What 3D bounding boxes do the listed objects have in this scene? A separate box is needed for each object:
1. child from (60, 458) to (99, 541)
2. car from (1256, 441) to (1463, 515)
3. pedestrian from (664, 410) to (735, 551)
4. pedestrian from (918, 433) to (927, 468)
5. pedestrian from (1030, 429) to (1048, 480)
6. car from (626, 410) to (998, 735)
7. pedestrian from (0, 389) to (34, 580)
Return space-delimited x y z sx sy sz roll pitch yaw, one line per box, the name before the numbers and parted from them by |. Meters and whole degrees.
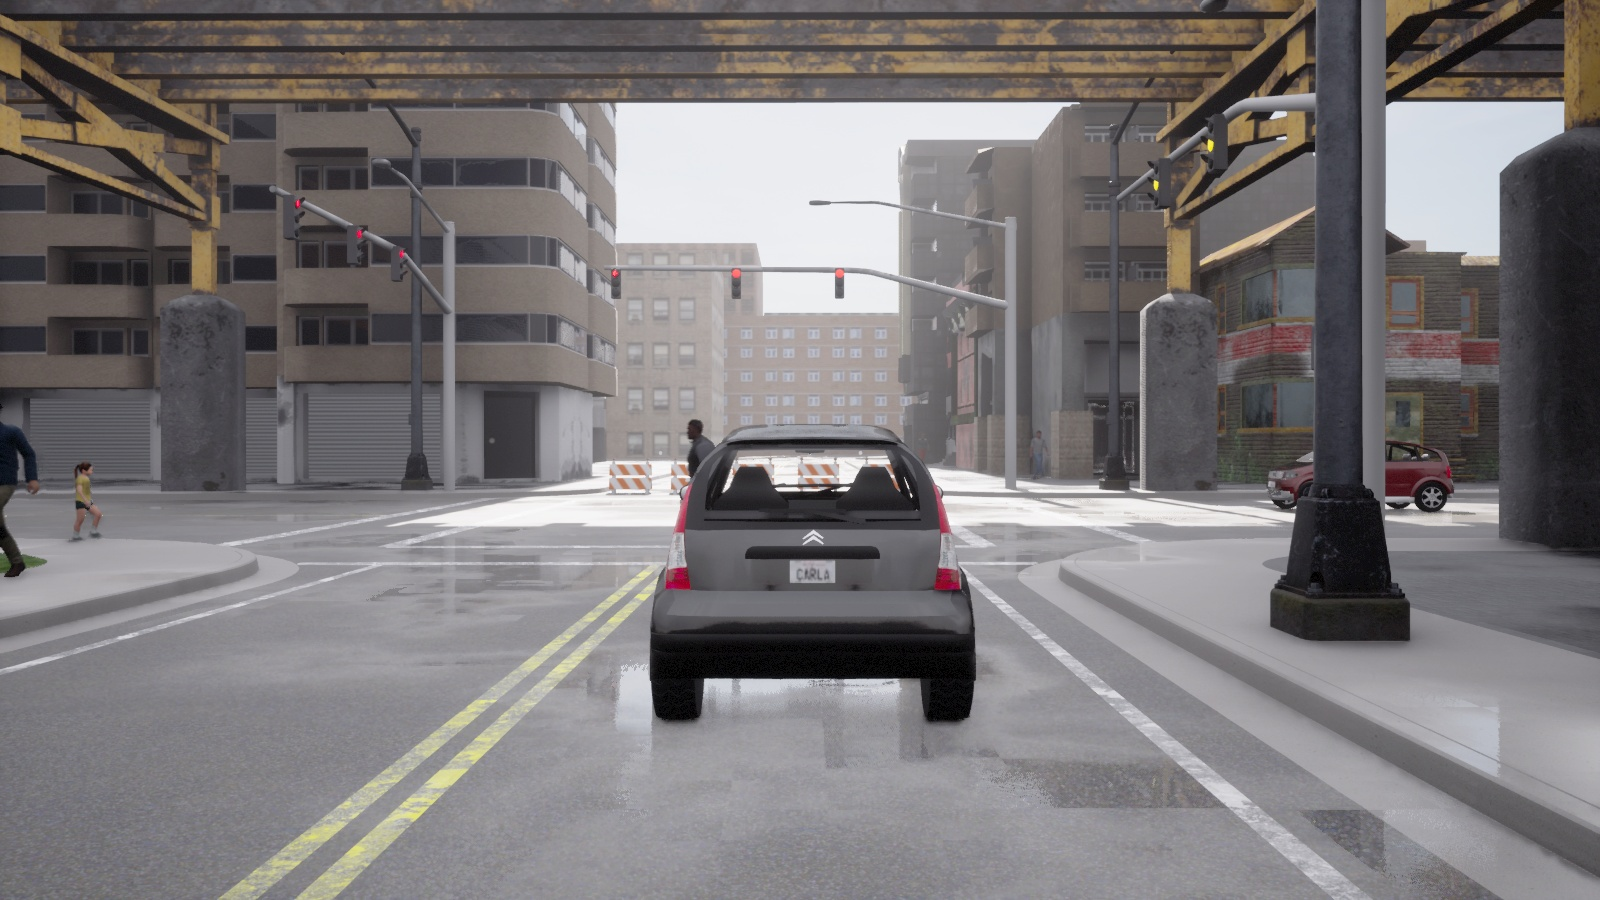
child | -9.805 0.673 17.102 0.394 1.110 0.255 0 0 -10
car | 12.146 0.580 27.426 3.705 1.549 1.789 0 0 0
pedestrian | -1.379 0.410 17.182 0.849 1.883 0.563 0 0 -18
pedestrian | 6.483 0.042 66.454 0.353 1.847 0.614 0 0 -4
pedestrian | 8.792 0.158 46.202 0.354 1.836 0.706 0 0 -16
car | 0.073 0.598 8.243 1.851 1.617 3.988 0 0 0
pedestrian | -7.925 0.334 12.280 0.402 1.842 0.726 0 0 3
